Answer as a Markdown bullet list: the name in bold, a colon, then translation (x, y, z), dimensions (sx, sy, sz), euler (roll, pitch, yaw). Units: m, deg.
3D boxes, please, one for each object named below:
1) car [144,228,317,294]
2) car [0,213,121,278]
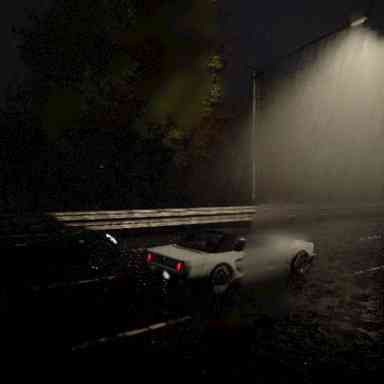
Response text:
- **car**: translation (1.222, 1.623, 8.912), dimensions (4.718, 1.301, 1.895), euler (0, 0, -35)
- **car**: translation (-4.326, 1.359, 9.258), dimensions (4.553, 1.767, 2.097), euler (0, 0, -35)
